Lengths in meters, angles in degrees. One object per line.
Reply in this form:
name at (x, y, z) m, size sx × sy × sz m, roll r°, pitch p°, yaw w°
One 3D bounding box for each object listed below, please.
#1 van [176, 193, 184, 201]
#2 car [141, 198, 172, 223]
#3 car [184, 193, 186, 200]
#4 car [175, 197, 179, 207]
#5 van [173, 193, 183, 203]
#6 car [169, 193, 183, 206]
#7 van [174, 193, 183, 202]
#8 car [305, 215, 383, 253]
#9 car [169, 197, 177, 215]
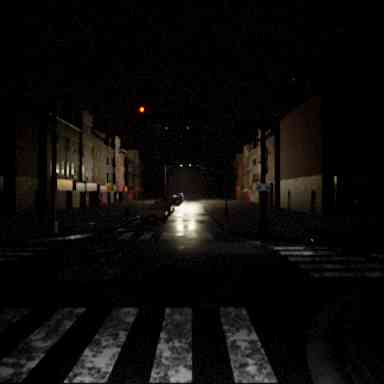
van at (-2.726, 1.169, 75.034) m, size 1.690 × 1.788 × 3.998 m, roll 0°, pitch 0°, yaw 0°
car at (-2.663, 1.440, 24.416) m, size 1.752 × 1.417 × 4.829 m, roll 0°, pitch 0°, yaw 0°
car at (-2.705, 1.162, 58.218) m, size 2.192 × 1.841 × 5.009 m, roll 0°, pitch 0°, yaw 0°
car at (-2.678, 1.467, 35.796) m, size 1.802 × 1.307 × 4.206 m, roll 0°, pitch 0°, yaw 0°
van at (-2.712, 1.180, 63.823) m, size 1.690 × 1.788 × 3.998 m, roll 0°, pitch 0°, yaw 0°
car at (-2.691, 1.304, 47.007) m, size 1.967 × 1.590 × 4.097 m, roll 0°, pitch 0°, yaw 0°
van at (-2.718, 1.174, 69.428) m, size 1.690 × 1.788 × 3.998 m, roll 0°, pitch 0°, yaw 0°
car at (6.879, 1.547, 12.721) m, size 4.718 × 1.301 × 1.895 m, roll 0°, pitch 0°, yaw 5°
car at (-2.671, 1.444, 30.191) m, size 1.887 × 1.381 × 4.507 m, roll 0°, pitch 0°, yaw 0°
